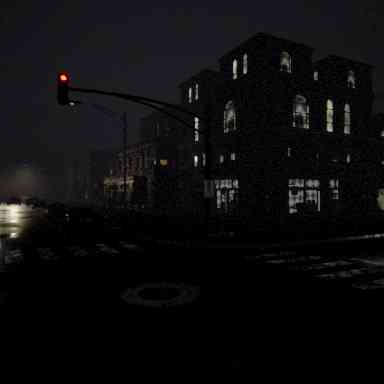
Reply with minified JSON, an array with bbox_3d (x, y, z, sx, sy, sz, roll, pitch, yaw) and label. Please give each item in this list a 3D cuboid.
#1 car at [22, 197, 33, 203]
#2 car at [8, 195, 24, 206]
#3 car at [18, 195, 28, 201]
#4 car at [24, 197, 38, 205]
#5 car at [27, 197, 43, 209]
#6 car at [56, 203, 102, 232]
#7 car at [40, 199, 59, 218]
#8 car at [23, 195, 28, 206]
[{"bbox_3d":[-33.784,1.605,68.138,1.802,1.307,4.206,0,0,-29],"label":"car"},{"bbox_3d":[-30.255,1.494,56.591,1.882,1.535,5.008,0,0,-29],"label":"car"},{"bbox_3d":[-41.917,1.475,82.570,1.967,1.590,4.097,0,0,-29],"label":"car"},{"bbox_3d":[-28.363,1.568,58.518,2.008,1.369,4.403,0,0,-29],"label":"car"},{"bbox_3d":[-20.229,1.561,44.086,2.008,1.369,4.403,0,0,-29],"label":"car"},{"bbox_3d":[-6.674,1.569,20.033,1.947,1.339,4.313,0,0,-29],"label":"car"},{"bbox_3d":[-12.095,1.587,29.653,1.802,1.307,4.206,0,0,-29],"label":"car"},{"bbox_3d":[-25.650,1.454,53.707,1.967,1.590,4.097,0,0,-29],"label":"car"}]
